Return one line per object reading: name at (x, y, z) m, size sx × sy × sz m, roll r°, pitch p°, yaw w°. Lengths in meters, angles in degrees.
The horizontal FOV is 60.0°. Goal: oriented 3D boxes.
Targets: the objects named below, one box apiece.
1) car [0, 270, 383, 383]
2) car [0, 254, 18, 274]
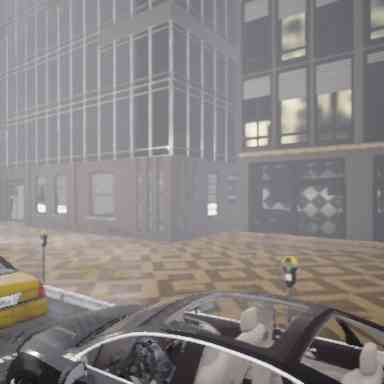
car at (0.167, 1.560, 2.752) m, size 4.403 × 1.369 × 2.008 m, roll 0°, pitch 0°, yaw 36°
car at (-4.605, 1.575, 6.160) m, size 4.829 × 1.417 × 1.752 m, roll 0°, pitch 0°, yaw 36°
